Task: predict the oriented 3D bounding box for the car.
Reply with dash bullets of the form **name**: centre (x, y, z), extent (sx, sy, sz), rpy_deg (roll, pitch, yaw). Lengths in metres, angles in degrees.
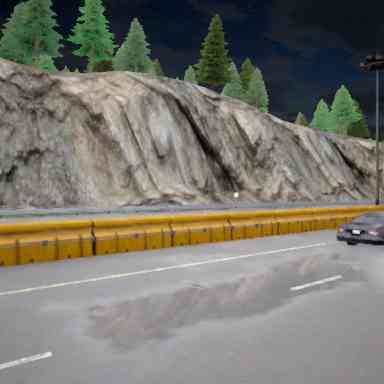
- **car**: centre (8.284, 1.563, 14.159), extent (5.357, 1.411, 2.033), rpy_deg (0, 0, -36)
